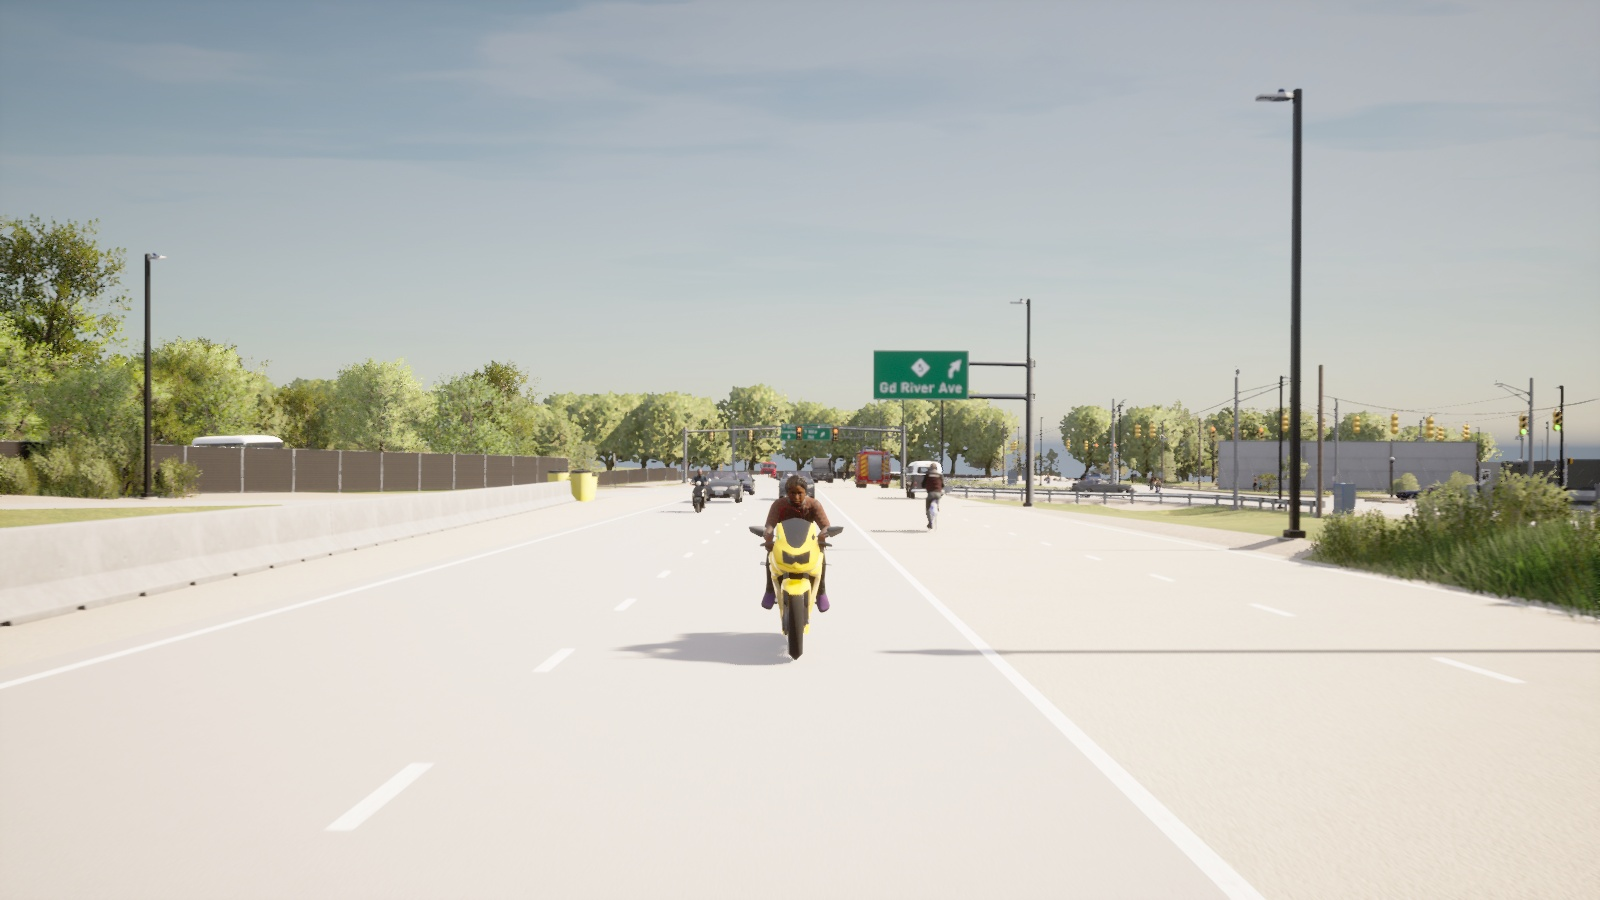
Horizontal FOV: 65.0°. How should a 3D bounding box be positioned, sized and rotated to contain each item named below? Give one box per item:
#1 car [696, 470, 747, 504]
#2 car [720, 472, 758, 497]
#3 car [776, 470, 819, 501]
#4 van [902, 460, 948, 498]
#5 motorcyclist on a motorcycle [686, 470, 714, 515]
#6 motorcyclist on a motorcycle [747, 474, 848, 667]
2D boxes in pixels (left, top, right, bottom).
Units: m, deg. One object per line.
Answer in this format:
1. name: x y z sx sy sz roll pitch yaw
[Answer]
1. car: -3.638 1.714 59.138 2.128 1.511 4.902 0 -1 0
2. car: -3.677 2.068 76.540 2.033 1.411 5.357 0 -1 0
3. car: -0.151 1.782 64.613 2.128 1.511 4.902 0 -1 0
4. van: 6.838 1.589 69.211 2.069 2.038 4.480 0 -1 0
5. motorcyclist on a motorcycle: -3.605 1.500 45.201 0.866 1.590 1.817 0 -1 0
6. motorcyclist on a motorcycle: -0.026 0.977 11.001 0.797 1.523 2.044 0 -1 0
